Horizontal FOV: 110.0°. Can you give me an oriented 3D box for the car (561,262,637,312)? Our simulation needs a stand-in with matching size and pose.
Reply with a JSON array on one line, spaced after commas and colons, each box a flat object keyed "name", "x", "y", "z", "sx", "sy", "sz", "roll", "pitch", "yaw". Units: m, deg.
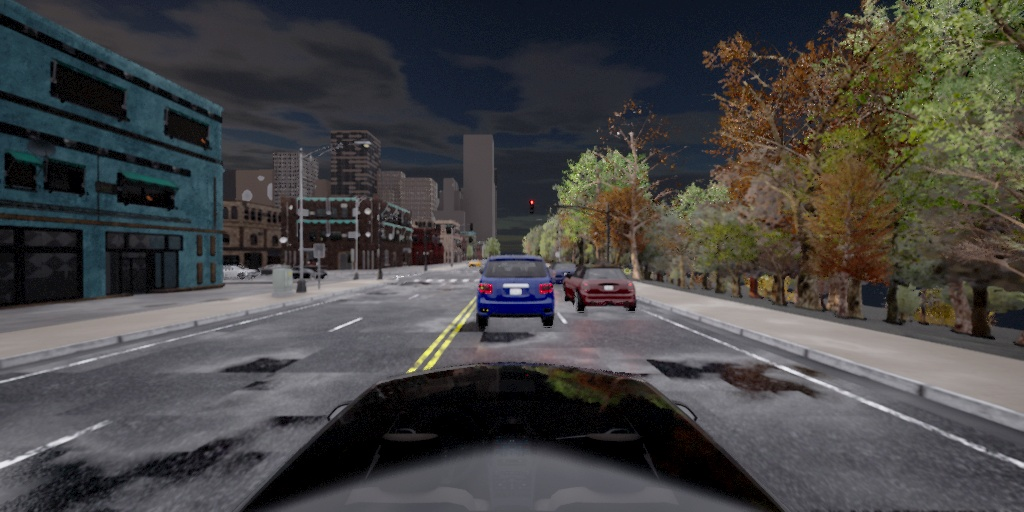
[{"name": "car", "x": 3.340, "y": 1.129, "z": 14.505, "sx": 2.097, "sy": 1.767, "sz": 4.553, "roll": 0, "pitch": 0, "yaw": 0}]

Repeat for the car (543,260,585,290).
[{"name": "car", "x": 3.335, "y": 1.150, "z": 23.941, "sx": 2.097, "sy": 1.767, "sz": 4.553, "roll": 0, "pitch": 0, "yaw": 0}]

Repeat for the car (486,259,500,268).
[{"name": "car", "x": -3.339, "y": 1.369, "z": 64.043, "sx": 2.128, "sy": 1.511, "sz": 4.902, "roll": 0, "pitch": 0, "yaw": 1}]

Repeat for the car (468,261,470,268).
[{"name": "car", "x": -6.589, "y": 1.355, "z": 63.911, "sx": 1.882, "sy": 1.535, "sz": 5.008, "roll": 0, "pitch": 0, "yaw": 1}]

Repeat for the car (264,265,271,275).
[{"name": "car", "x": -28.310, "y": 1.652, "z": 42.780, "sx": 4.403, "sy": 1.370, "sz": 2.007, "roll": 0, "pitch": 0, "yaw": 0}]

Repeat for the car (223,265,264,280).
[{"name": "car", "x": -28.804, "y": 1.678, "z": 36.986, "sx": 4.674, "sy": 1.442, "sz": 1.812, "roll": -1, "pitch": 0, "yaw": 0}]

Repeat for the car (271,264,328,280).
[{"name": "car", "x": -19.971, "y": 1.637, "z": 34.273, "sx": 4.313, "sy": 1.339, "sz": 1.948, "roll": 0, "pitch": 0, "yaw": 0}]

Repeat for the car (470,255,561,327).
[{"name": "car", "x": 0.090, "y": 0.995, "z": 11.759, "sx": 2.150, "sy": 2.045, "sz": 5.566, "roll": 0, "pitch": 0, "yaw": 0}]
